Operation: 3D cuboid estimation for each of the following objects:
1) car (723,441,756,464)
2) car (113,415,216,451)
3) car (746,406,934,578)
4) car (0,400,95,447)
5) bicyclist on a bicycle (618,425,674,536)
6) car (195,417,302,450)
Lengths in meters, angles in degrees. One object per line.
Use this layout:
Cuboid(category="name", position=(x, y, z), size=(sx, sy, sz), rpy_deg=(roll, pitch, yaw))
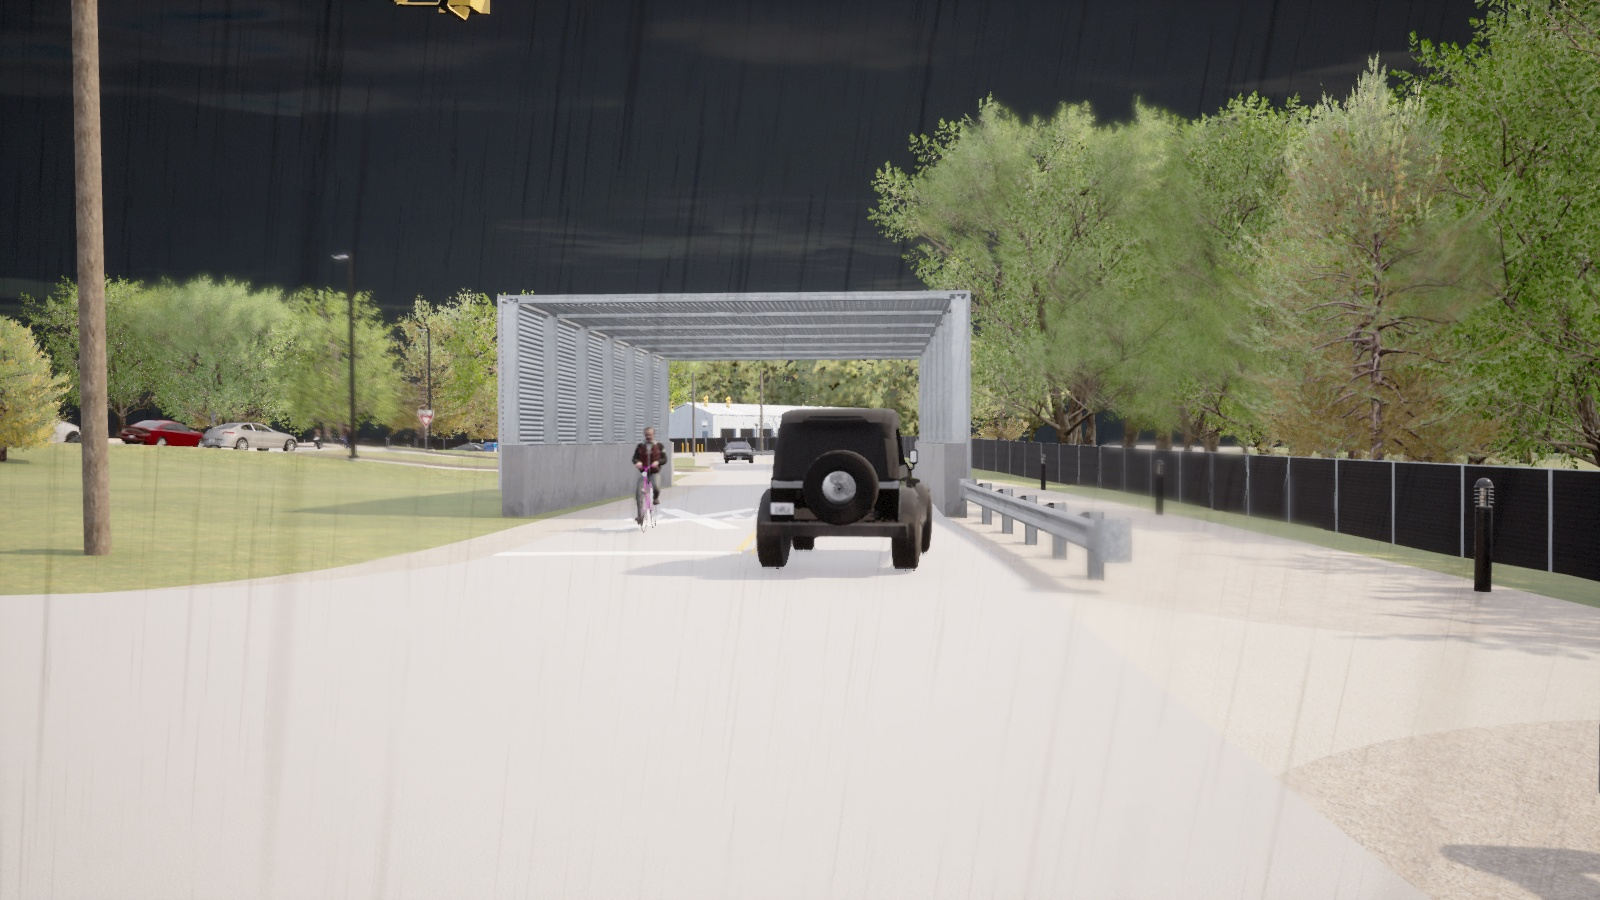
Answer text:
Cuboid(category="car", position=(-3.895, 0.147, 79.806), size=(2.033, 1.411, 5.357), rpy_deg=(0, 0, -3))
Cuboid(category="car", position=(-33.138, -0.858, 65.635), size=(1.882, 1.535, 5.008), rpy_deg=(8, 1, 13))
Cuboid(category="car", position=(0.629, 0.443, 15.775), size=(1.905, 1.878, 3.866), rpy_deg=(0, 0, 9))
Cuboid(category="car", position=(-32.619, -1.146, 52.796), size=(2.242, 1.667, 4.611), rpy_deg=(3, -2, 26))
Cuboid(category="bicyclist on a bicycle", position=(-2.560, 0.489, 21.047), size=(0.659, 1.776, 1.843), rpy_deg=(0, 0, 1))
Cuboid(category="car", position=(-28.710, -0.817, 65.542), size=(2.152, 1.651, 5.027), rpy_deg=(0, 0, 22))
